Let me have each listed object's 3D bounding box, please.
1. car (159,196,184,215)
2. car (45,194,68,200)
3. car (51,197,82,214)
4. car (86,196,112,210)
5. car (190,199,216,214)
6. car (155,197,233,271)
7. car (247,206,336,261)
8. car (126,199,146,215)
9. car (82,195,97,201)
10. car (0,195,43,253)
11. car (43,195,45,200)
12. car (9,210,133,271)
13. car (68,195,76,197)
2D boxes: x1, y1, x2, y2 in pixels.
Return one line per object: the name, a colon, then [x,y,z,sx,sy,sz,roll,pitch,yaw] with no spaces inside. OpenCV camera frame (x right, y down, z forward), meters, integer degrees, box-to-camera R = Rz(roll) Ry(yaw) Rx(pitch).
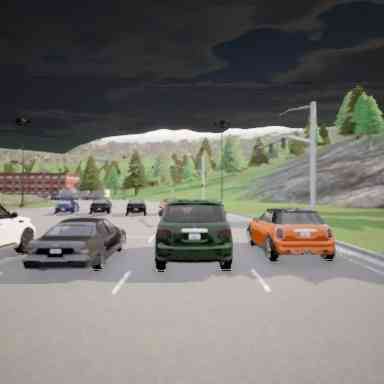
car: [-2.215,1.334,34.098,2.097,1.767,4.553,0,0,-10]
car: [-33.496,1.481,82.141,4.674,1.442,1.812,0,0,32]
car: [-12.910,1.507,34.450,1.812,1.442,4.674,0,0,-10]
car: [-9.323,1.459,34.275,1.882,1.535,5.008,0,0,-10]
car: [1.113,1.507,35.506,1.812,1.442,4.674,0,0,-10]
car: [0.015,1.215,11.045,2.150,2.045,5.566,0,0,-1]
car: [3.457,1.345,12.444,2.097,1.767,4.553,0,0,-2]
car: [-5.646,1.460,33.586,1.882,1.535,5.008,0,0,-10]
car: [-25.494,1.481,84.931,4.902,1.511,2.128,0,0,39]
car: [-6.969,1.217,10.231,2.150,2.045,5.566,0,0,-1]
car: [-38.205,1.482,80.903,4.674,1.442,1.812,0,0,28]
car: [-3.480,1.542,10.881,2.033,1.411,5.357,0,0,-1]
car: [-31.015,1.508,84.695,4.181,1.385,1.994,0,0,32]
